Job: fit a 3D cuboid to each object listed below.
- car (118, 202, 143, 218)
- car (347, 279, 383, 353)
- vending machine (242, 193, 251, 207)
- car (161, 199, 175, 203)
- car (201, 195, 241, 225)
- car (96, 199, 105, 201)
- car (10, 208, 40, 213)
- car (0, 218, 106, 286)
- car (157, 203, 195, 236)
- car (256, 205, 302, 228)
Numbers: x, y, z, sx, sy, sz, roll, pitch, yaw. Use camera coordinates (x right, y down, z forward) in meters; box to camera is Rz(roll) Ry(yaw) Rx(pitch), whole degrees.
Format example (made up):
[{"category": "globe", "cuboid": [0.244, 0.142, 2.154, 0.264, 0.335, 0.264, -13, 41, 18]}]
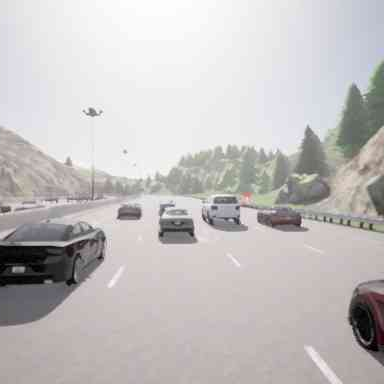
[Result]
[{"category": "car", "cuboid": [-5.543, 1.566, 30.139, 1.994, 1.385, 4.181, 0, 0, -5]}, {"category": "car", "cuboid": [3.450, 1.556, 3.542, 1.994, 1.385, 4.181, 0, 0, -1]}, {"category": "vending machine", "cuboid": [8.067, 1.162, 49.527, 1.100, 2.100, 0.880, 0, 0, -5]}, {"category": "car", "cuboid": [-2.739, 1.541, 37.596, 2.033, 1.411, 5.357, 0, 0, -5]}, {"category": "car", "cuboid": [2.034, 1.209, 24.438, 2.150, 2.045, 5.566, 0, 0, -5]}, {"category": "car", "cuboid": [-20.480, 1.444, 74.739, 1.837, 1.490, 4.892, 0, 0, -5]}, {"category": "car", "cuboid": [-16.715, 1.549, 34.656, 1.812, 1.442, 4.674, 0, 0, -5]}, {"category": "car", "cuboid": [-3.778, 1.482, 9.482, 1.882, 1.535, 5.008, 0, 0, -3]}, {"category": "car", "cuboid": [-0.923, 1.543, 18.489, 2.033, 1.411, 5.357, 0, 0, -5]}, {"category": "car", "cuboid": [5.727, 1.545, 22.376, 1.994, 1.385, 4.181, 0, 0, -5]}]
